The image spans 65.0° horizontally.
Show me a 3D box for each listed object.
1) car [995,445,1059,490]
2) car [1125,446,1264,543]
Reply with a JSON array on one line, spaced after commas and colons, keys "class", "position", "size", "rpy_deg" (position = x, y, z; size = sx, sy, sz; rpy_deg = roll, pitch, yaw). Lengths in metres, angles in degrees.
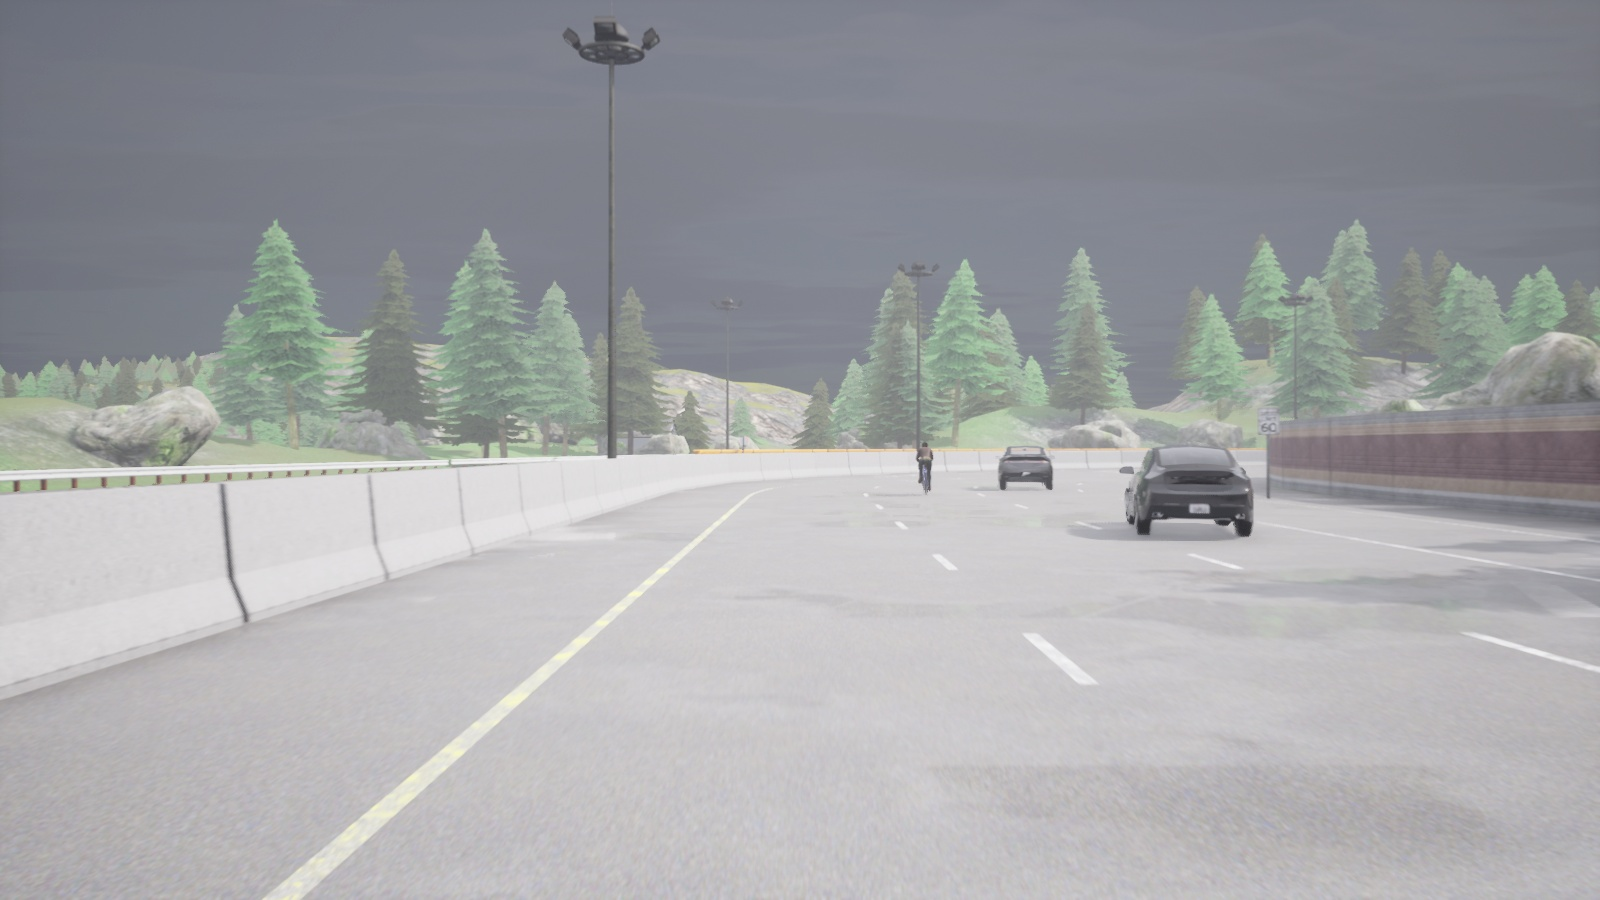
[{"class": "car", "position": [8.005, 0.572, 44.416], "size": [2.128, 1.511, 4.902], "rpy_deg": [0, 0, 10]}, {"class": "car", "position": [6.847, 0.689, 22.227], "size": [1.837, 1.490, 4.892], "rpy_deg": [1, 0, 11]}]
